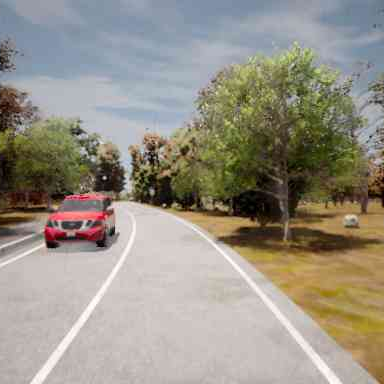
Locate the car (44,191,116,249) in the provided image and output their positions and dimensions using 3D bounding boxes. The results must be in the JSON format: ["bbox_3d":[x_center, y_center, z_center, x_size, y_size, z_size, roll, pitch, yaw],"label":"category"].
[{"bbox_3d":[-4.628,1.145,14.600,2.150,2.045,5.566,0,0,-7],"label":"car"}]

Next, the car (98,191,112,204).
[{"bbox_3d":[-14.579,0.860,55.351,2.150,2.045,5.566,1,0,-16],"label":"car"}]
